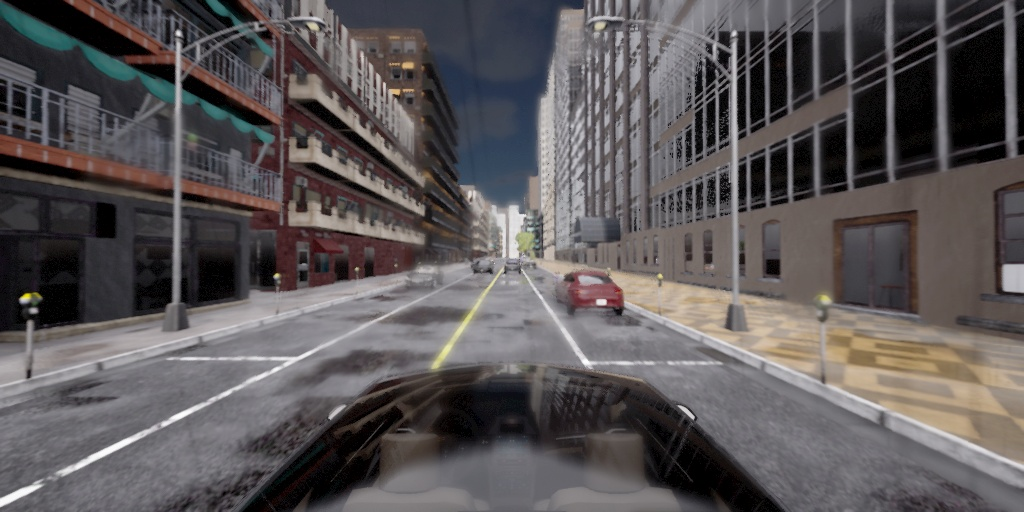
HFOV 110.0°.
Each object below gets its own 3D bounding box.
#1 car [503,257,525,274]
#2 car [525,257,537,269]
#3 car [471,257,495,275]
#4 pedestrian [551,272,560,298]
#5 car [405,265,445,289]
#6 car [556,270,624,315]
[{"bbox_3d":[0.077,1.120,39.375,2.128,1.511,4.902,0,0,0],"label":"car"},{"bbox_3d":[2.561,1.143,50.352,2.007,1.370,4.403,0,0,0],"label":"car"},{"bbox_3d":[-2.842,1.114,36.562,1.882,1.535,5.008,0,0,0],"label":"car"},{"bbox_3d":[2.076,1.277,16.128,0.375,1.300,0.375,1,-1,0],"label":"pedestrian"},{"bbox_3d":[-5.317,1.233,22.305,2.007,1.370,4.403,0,0,0],"label":"car"},{"bbox_3d":[2.748,1.239,13.282,1.812,1.442,4.674,0,0,0],"label":"car"}]
